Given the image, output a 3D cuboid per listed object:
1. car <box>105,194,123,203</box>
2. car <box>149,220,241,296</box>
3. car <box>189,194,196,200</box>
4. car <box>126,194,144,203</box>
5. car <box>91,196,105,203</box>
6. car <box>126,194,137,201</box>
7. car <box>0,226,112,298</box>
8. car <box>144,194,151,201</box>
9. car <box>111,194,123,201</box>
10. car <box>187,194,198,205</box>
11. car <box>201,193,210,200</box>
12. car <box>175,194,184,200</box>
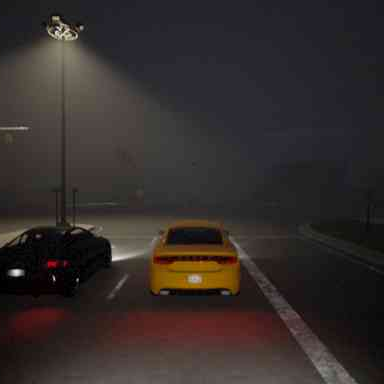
[{"bbox_3d":[-14.939,1.454,65.190,1.994,1.385,4.181,0,0,1],"label":"car"},{"bbox_3d":[0.076,1.463,8.650,1.882,1.535,5.008,0,0,0],"label":"car"},{"bbox_3d":[0.111,1.346,87.057,1.837,1.490,4.892,0,0,0],"label":"car"},{"bbox_3d":[-11.436,1.439,65.249,2.033,1.411,5.357,0,0,1],"label":"car"},{"bbox_3d":[-18.422,1.490,65.586,1.895,1.301,4.718,0,0,0],"label":"car"},{"bbox_3d":[-14.896,1.364,81.658,1.837,1.490,4.892,0,0,0],"label":"car"},{"bbox_3d":[-3.425,1.550,8.521,1.994,1.385,4.181,0,0,0],"label":"car"},{"bbox_3d":[-11.396,1.218,81.753,2.097,1.767,4.553,0,0,0],"label":"car"},{"bbox_3d":[-18.396,1.364,81.899,1.837,1.490,4.892,0,0,0],"label":"car"},{"bbox_3d":[0.072,1.431,56.446,1.812,1.442,4.674,0,0,0],"label":"car"},{"bbox_3d":[3.612,1.442,87.499,1.895,1.301,4.718,0,0,0],"label":"car"},{"bbox_3d":[-3.388,1.372,87.478,1.812,1.442,4.674,0,0,0],"label":"car"}]
